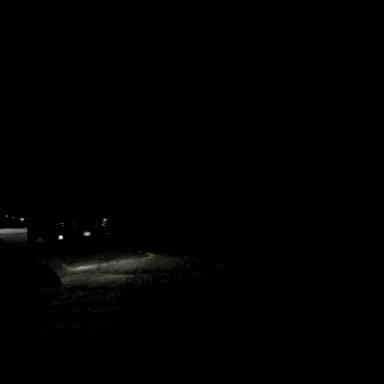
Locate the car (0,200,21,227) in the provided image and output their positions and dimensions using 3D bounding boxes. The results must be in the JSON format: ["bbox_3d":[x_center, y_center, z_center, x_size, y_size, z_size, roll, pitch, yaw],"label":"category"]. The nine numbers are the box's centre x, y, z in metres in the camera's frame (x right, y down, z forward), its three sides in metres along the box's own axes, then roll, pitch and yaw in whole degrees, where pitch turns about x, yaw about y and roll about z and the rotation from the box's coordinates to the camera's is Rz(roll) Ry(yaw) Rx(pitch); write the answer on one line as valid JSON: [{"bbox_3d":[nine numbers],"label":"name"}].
[{"bbox_3d":[-12.411,1.523,23.279,1.837,1.490,4.892,0,0,-38],"label":"car"}]

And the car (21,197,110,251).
[{"bbox_3d":[-5.645,1.234,14.687,2.150,2.045,5.566,0,0,-38],"label":"car"}]
